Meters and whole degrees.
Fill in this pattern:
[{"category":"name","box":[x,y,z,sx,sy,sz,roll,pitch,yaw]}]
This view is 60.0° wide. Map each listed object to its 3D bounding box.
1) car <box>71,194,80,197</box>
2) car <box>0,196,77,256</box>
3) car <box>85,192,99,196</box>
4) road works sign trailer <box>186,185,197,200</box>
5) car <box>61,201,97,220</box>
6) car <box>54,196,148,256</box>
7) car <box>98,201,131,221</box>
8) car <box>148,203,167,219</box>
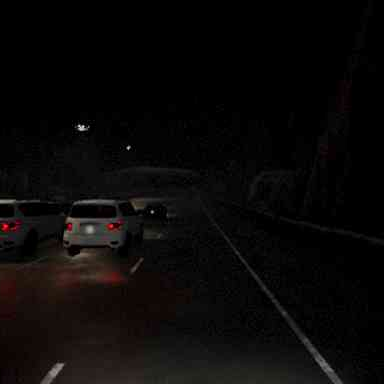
[{"category":"car","box":[-24.508,1.297,69.721,1.837,1.490,4.892,0,1,0]},{"category":"car","box":[-6.904,1.324,13.692,2.150,2.045,5.566,0,0,0]},{"category":"car","box":[-21.008,1.022,69.687,2.150,2.045,5.566,0,1,0]},{"category":"road works sign trailer","box":[-0.021,0.094,79.789,2.380,3.560,2.880,0,1,0]},{"category":"car","box":[-10.406,1.659,31.087,1.812,1.442,4.674,0,0,0]},{"category":"car","box":[-3.404,1.325,13.763,2.150,2.045,5.566,0,0,0]},{"category":"car","box":[-6.907,1.640,30.174,1.837,1.490,4.892,0,0,0]},{"category":"car","box":[-3.407,1.698,30.665,1.994,1.385,4.181,0,0,0]}]
